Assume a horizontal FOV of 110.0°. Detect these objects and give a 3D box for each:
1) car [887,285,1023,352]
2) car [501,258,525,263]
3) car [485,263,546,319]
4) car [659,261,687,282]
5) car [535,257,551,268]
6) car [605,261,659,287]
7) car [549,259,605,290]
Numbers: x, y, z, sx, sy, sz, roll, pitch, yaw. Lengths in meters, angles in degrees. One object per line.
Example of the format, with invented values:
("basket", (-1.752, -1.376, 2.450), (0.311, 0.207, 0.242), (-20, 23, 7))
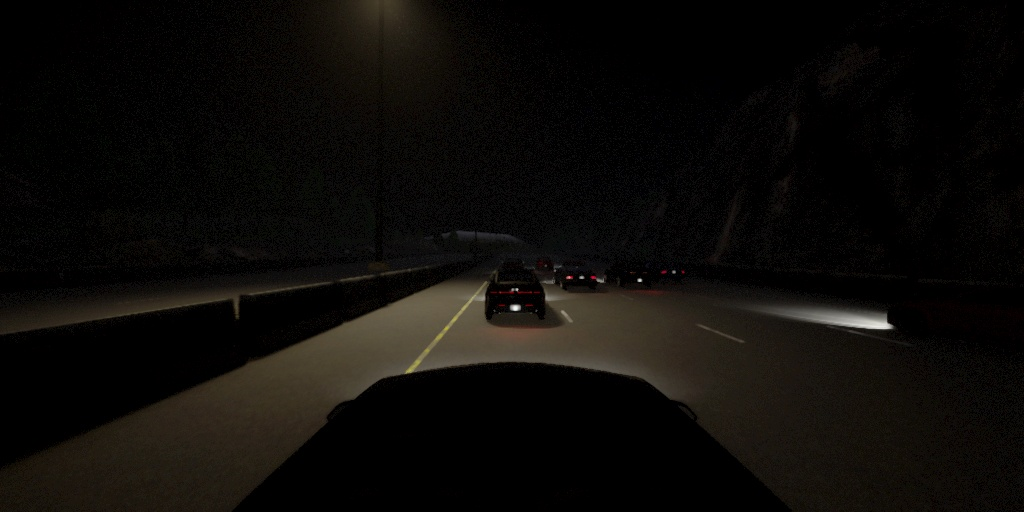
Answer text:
("car", (10.598, 1.278, 7.411), (1.994, 1.385, 4.181), (0, 0, 0))
("car", (0.092, 0.908, 31.661), (1.882, 1.535, 5.008), (0, 1, 0))
("car", (0.097, 1.177, 12.494), (1.837, 1.490, 4.892), (0, 1, 0))
("car", (10.593, 1.064, 25.945), (2.033, 1.411, 5.357), (0, 1, 0))
("car", (3.589, 0.803, 40.334), (1.812, 1.442, 4.674), (0, 1, 0))
("car", (7.094, 1.069, 22.313), (1.837, 1.490, 4.892), (0, 1, 0))
("car", (3.594, 1.129, 20.990), (2.033, 1.411, 5.357), (0, 1, 0))
